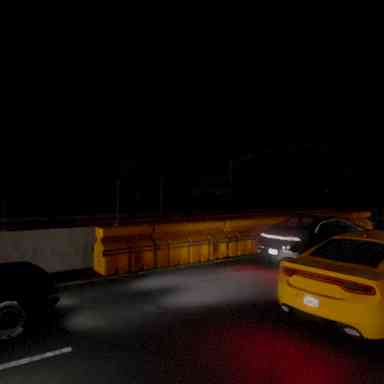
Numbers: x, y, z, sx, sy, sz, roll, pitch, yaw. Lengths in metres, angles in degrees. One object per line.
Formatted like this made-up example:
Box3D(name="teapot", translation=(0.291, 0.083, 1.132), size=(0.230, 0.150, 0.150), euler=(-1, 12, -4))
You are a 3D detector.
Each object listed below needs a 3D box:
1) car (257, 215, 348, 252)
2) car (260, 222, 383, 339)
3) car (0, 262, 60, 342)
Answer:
Box3D(name="car", translation=(4.338, 1.533, 11.145), size=(4.902, 1.511, 2.128), euler=(0, 0, -36))
Box3D(name="car", translation=(3.817, 1.505, 6.475), size=(5.008, 1.535, 1.882), euler=(0, 0, -36))
Box3D(name="car", translation=(-4.524, 1.597, 4.817), size=(4.718, 1.301, 1.895), euler=(0, 0, -36))
